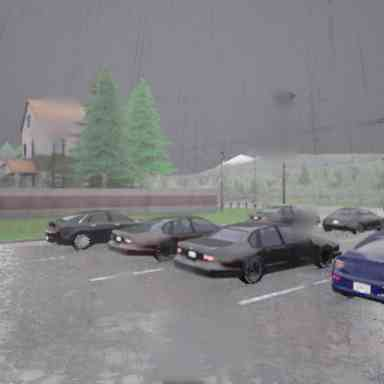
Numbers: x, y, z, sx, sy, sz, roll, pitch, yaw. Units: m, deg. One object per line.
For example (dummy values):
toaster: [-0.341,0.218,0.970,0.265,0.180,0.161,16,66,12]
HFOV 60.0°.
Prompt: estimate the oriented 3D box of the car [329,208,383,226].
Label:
car: [9.346,1.584,19.019,4.181,1.385,1.994,0,0,-36]

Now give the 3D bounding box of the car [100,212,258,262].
car: [-0.304,1.554,12.133,5.357,1.411,2.033,0,0,-36]

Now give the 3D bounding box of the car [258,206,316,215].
car: [5.755,1.565,20.754,5.357,1.411,2.033,0,0,-35]

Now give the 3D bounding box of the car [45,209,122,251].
car: [-3.556,1.510,14.117,4.892,1.490,1.837,0,0,-35]

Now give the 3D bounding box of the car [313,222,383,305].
car: [4.883,1.534,7.227,4.674,1.442,1.812,0,0,-36]

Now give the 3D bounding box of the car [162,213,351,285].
car: [2.049,1.555,9.509,5.357,1.411,2.033,0,0,-35]
